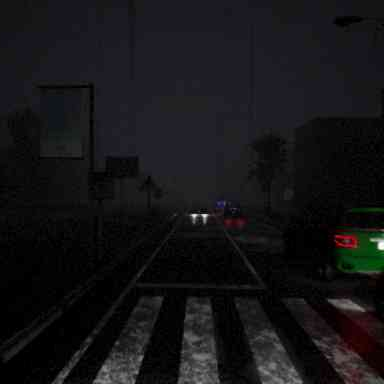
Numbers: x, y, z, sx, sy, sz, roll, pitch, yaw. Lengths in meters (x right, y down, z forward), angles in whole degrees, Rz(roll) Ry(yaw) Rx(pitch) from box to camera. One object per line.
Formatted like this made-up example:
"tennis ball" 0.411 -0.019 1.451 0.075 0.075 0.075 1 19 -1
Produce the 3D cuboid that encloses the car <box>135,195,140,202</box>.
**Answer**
"car" -16.679 1.934 84.988 5.008 1.535 2.097 1 -1 1

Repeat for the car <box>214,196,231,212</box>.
"car" 4.315 1.625 45.921 2.150 2.045 5.566 1 0 1

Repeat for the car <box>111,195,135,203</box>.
"car" -16.807 1.866 79.422 5.008 1.535 2.097 1 -1 1

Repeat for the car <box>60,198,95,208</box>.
"car" -17.521 1.659 50.946 4.674 1.452 2.002 1 0 1

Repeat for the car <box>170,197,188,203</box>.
"car" -3.468 2.178 90.260 4.892 1.521 2.231 1 -1 1

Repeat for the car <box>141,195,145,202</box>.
"car" -16.438 1.936 93.341 4.553 1.767 2.185 1 -1 1

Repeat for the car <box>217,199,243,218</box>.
"car" 4.057 1.797 34.175 2.128 1.511 4.902 1 -1 2

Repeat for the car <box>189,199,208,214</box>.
"car" 0.925 1.864 40.435 2.033 1.411 5.357 1 0 1

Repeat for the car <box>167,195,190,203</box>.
"car" -3.663 2.062 81.858 4.892 1.521 2.231 1 -1 1

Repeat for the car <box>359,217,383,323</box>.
"car" 4.282 1.421 4.136 2.097 1.767 4.553 1 0 1

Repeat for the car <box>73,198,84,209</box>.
"car" -17.678 1.566 44.527 4.892 1.521 2.231 1 0 1

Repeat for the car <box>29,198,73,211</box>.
"car" -17.763 1.577 41.251 4.674 1.452 2.002 1 0 1

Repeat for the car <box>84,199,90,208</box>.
"car" -17.607 1.592 47.799 5.008 1.535 2.097 1 0 1

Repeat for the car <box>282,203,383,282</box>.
"car" 4.425 1.342 10.200 2.150 2.045 5.566 1 0 1
